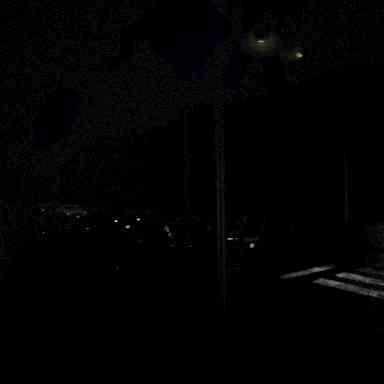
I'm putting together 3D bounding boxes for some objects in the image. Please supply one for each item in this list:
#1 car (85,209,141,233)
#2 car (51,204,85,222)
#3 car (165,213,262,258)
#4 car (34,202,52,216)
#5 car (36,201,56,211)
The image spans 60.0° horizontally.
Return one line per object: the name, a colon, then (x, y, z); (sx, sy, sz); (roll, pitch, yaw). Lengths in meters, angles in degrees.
car: (-5.154, 1.825, 21.967); (1.895, 1.301, 4.718); (-1, 0, -35)
car: (-11.038, 1.852, 30.236); (1.812, 1.442, 4.674); (-1, 0, -35)
car: (0.703, 1.641, 13.756); (2.128, 1.511, 4.902); (-1, 0, -35)
car: (-16.909, 1.974, 38.537); (1.812, 1.442, 4.674); (-1, 0, -35)
car: (-22.815, 2.182, 51.826); (1.895, 1.301, 4.718); (-1, 0, -35)
